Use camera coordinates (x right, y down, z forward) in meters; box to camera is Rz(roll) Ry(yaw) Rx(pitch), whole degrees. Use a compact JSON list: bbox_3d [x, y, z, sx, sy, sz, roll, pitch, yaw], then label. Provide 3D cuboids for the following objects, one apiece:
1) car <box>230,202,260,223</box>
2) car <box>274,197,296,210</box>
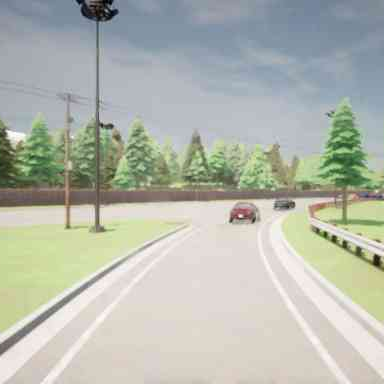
[{"bbox_3d":[4.015,1.480,25.008,1.812,1.442,4.674,0,0,17],"label":"car"},{"bbox_3d":[11.718,1.419,41.865,2.128,1.511,4.902,0,0,30],"label":"car"}]
